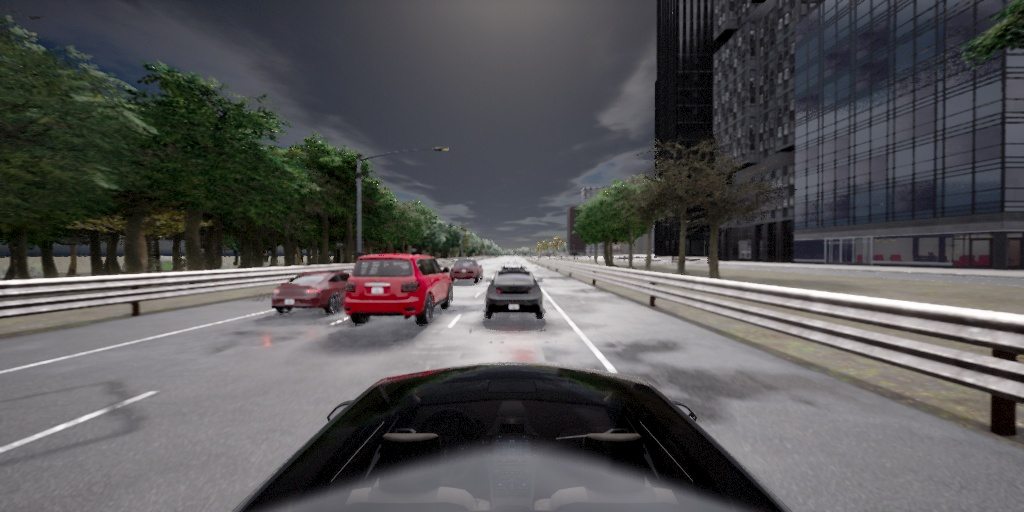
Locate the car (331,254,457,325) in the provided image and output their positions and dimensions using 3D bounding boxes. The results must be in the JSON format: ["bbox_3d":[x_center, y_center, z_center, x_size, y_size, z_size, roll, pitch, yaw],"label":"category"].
[{"bbox_3d":[-3.433,0.961,11.874,2.150,2.045,5.566,0,0,0],"label":"car"}]

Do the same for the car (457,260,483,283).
[{"bbox_3d":[-3.423,1.063,27.681,2.097,1.767,4.553,0,0,0],"label":"car"}]

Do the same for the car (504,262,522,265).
[{"bbox_3d":[0.078,1.204,27.967,2.128,1.511,4.902,0,0,0],"label":"car"}]

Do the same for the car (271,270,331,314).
[{"bbox_3d":[-6.923,1.261,13.481,1.812,1.442,4.674,0,0,0],"label":"car"}]

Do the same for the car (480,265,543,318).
[{"bbox_3d":[0.075,1.242,12.930,1.837,1.490,4.892,0,0,0],"label":"car"}]

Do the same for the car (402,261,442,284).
[{"bbox_3d":[-6.921,1.218,28.088,1.837,1.490,4.892,0,1,0],"label":"car"}]
